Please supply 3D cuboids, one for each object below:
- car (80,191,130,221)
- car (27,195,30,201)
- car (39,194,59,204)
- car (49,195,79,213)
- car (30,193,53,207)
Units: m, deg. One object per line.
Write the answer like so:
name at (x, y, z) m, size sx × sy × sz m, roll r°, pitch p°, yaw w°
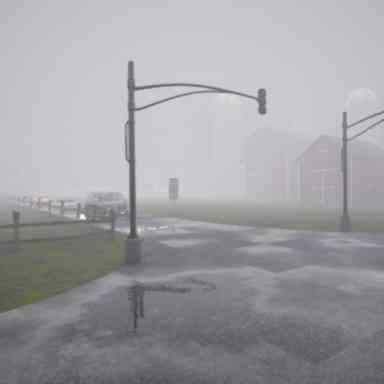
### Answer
car at (-6.009, 0.975, 23.765) m, size 2.150 × 2.045 × 5.566 m, roll -1°, pitch 1°, yaw -34°
car at (-27.722, 0.865, 58.897) m, size 2.033 × 1.411 × 5.357 m, roll -1°, pitch 1°, yaw -36°
car at (-21.870, 0.982, 50.747) m, size 1.994 × 1.385 × 4.181 m, roll -1°, pitch 1°, yaw -35°
car at (-11.839, 1.262, 31.810) m, size 1.895 × 1.301 × 4.718 m, roll -1°, pitch 1°, yaw -36°
car at (-17.718, 1.043, 39.972) m, size 1.882 × 1.535 × 5.008 m, roll -1°, pitch 1°, yaw -35°
